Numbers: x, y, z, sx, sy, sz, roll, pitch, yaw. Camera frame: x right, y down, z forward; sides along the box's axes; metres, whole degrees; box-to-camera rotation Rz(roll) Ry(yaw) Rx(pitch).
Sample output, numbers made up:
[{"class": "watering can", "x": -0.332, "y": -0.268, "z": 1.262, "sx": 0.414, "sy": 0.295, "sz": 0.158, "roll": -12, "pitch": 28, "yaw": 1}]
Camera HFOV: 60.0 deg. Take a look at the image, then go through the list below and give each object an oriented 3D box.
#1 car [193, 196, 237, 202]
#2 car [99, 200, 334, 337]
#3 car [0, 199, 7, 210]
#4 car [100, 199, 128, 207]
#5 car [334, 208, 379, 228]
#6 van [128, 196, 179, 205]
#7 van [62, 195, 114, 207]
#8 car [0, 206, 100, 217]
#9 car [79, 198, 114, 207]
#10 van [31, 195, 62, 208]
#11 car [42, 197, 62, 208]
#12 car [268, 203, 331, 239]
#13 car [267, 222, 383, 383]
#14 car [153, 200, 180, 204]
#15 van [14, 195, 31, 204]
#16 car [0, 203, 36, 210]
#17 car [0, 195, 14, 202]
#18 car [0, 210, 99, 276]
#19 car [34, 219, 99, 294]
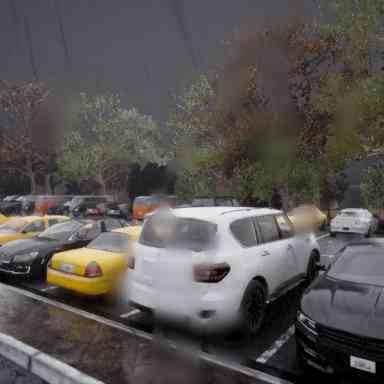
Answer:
[{"class": "car", "x": 2.020, "y": 1.285, "z": 22.707, "sx": 2.435, "sy": 2.045, "sz": 5.566, "roll": 0, "pitch": 0, "yaw": 36}, {"class": "car", "x": 1.068, "y": 1.320, "z": 7.247, "sx": 2.435, "sy": 2.045, "sz": 5.566, "roll": 0, "pitch": 0, "yaw": 36}, {"class": "car", "x": -27.255, "y": 1.684, "z": 43.877, "sx": 2.002, "sy": 1.452, "sz": 4.674, "roll": 0, "pitch": 0, "yaw": 36}, {"class": "car", "x": -4.811, "y": 1.546, "z": 27.655, "sx": 2.163, "sy": 1.488, "sz": 4.792, "roll": 0, "pitch": 0, "yaw": 36}, {"class": "car", "x": 8.731, "y": 1.604, "z": 17.808, "sx": 2.002, "sy": 1.452, "sz": 4.674, "roll": 0, "pitch": 0, "yaw": 36}, {"class": "van", "x": -2.515, "y": 1.294, "z": 26.101, "sx": 1.878, "sy": 1.987, "sz": 4.442, "roll": 0, "pitch": 0, "yaw": 36}, {"class": "van", "x": -9.259, "y": 1.302, "z": 30.707, "sx": 1.878, "sy": 1.987, "sz": 4.442, "roll": 0, "pitch": 0, "yaw": 36}, {"class": "car", "x": -5.804, "y": 1.540, "z": 11.959, "sx": 1.946, "sy": 1.575, "sz": 5.366, "roll": 0, "pitch": 0, "yaw": 36}, {"class": "car", "x": -6.949, "y": 1.548, "z": 29.203, "sx": 2.163, "sy": 1.488, "sz": 4.792, "roll": 0, "pitch": 0, "yaw": 36}, {"class": "van", "x": -13.627, "y": 1.328, "z": 34.148, "sx": 1.878, "sy": 1.987, "sz": 4.442, "roll": 0, "pitch": 0, "yaw": 36}, {"class": "car", "x": -11.448, "y": 1.539, "z": 32.432, "sx": 2.097, "sy": 1.535, "sz": 5.008, "roll": 0, "pitch": 0, "yaw": 36}, {"class": "car", "x": 6.380, "y": 1.552, "z": 19.285, "sx": 1.946, "sy": 1.575, "sz": 5.366, "roll": 0, "pitch": 0, "yaw": 36}, {"class": "car", "x": 3.302, "y": 1.580, "z": 5.600, "sx": 2.097, "sy": 1.535, "sz": 5.008, "roll": 0, "pitch": 0, "yaw": 36}, {"class": "car", "x": -0.257, "y": 1.556, "z": 24.286, "sx": 2.163, "sy": 1.488, "sz": 4.792, "roll": 0, "pitch": 0, "yaw": 36}, {"class": "van", "x": -16.008, "y": 1.343, "z": 35.584, "sx": 1.878, "sy": 1.987, "sz": 4.442, "roll": 0, "pitch": 0, "yaw": 36}, {"class": "car", "x": -10.398, "y": 1.524, "z": 15.287, "sx": 1.946, "sy": 1.575, "sz": 5.366, "roll": 0, "pitch": 0, "yaw": 36}, {"class": "car", "x": -18.199, "y": 1.333, "z": 37.280, "sx": 2.435, "sy": 2.045, "sz": 5.566, "roll": 0, "pitch": 0, "yaw": 36}, {"class": "car", "x": -3.443, "y": 1.554, "z": 10.486, "sx": 2.231, "sy": 1.521, "sz": 4.892, "roll": 0, "pitch": 0, "yaw": 36}, {"class": "car", "x": -1.089, "y": 1.559, "z": 9.003, "sx": 1.946, "sy": 1.575, "sz": 5.366, "roll": 0, "pitch": 0, "yaw": 36}]
